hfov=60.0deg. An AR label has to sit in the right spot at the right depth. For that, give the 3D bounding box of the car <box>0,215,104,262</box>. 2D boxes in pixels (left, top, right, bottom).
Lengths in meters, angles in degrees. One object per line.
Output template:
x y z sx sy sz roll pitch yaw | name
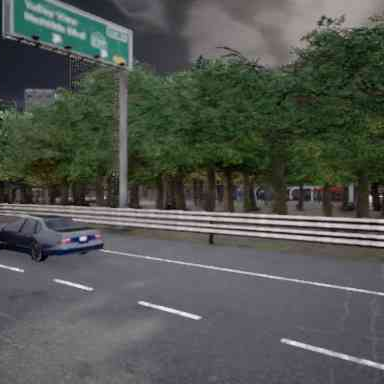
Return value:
-5.532 1.549 12.108 5.357 1.411 2.033 0 0 35 | car
